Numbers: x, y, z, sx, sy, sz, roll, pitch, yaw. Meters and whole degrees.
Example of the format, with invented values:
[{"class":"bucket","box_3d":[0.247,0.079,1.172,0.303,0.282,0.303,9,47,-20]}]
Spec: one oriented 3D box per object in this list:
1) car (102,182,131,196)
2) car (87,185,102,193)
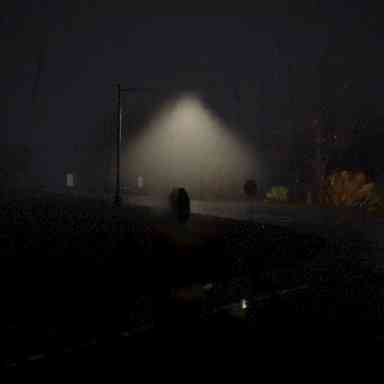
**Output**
[{"class":"car","box_3d":[-11.406,-0.498,51.414,2.150,2.045,5.566,0,2,-35]},{"class":"car","box_3d":[-17.427,-0.577,59.895,1.882,1.535,5.008,0,2,-35]}]
